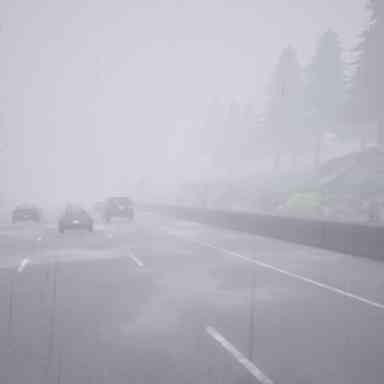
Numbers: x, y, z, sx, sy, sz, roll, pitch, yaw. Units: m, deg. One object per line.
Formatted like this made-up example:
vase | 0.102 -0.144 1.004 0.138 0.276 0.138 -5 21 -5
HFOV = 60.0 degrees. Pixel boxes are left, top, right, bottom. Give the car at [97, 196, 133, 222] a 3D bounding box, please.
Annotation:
car | -6.528 1.408 28.666 2.150 2.045 5.566 -1 0 -21

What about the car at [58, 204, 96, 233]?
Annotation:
car | -7.537 1.738 21.456 1.994 1.385 4.181 -1 0 -21

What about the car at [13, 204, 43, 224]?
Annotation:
car | -13.753 1.760 27.982 1.882 1.535 5.008 -1 0 -21

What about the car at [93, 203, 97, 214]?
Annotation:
car | -10.900 1.850 40.210 1.994 1.385 4.181 -1 0 -21

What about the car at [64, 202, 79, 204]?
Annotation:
car | -12.982 1.776 35.822 1.882 1.535 5.008 -1 0 -21
